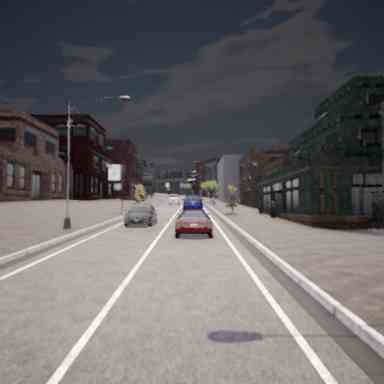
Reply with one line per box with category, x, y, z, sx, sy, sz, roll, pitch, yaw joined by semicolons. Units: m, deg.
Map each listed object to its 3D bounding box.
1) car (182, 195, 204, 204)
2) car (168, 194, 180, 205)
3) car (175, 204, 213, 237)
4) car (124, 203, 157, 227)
car;0.104;1.325;37.020;2.150;2.045;5.566;0;0;0
car;-3.514;1.455;65.069;2.150;2.045;5.566;0;0;0
car;0.099;1.597;18.422;1.994;1.385;4.181;0;0;0
car;-3.503;1.554;23.261;1.837;1.490;4.892;0;0;0
